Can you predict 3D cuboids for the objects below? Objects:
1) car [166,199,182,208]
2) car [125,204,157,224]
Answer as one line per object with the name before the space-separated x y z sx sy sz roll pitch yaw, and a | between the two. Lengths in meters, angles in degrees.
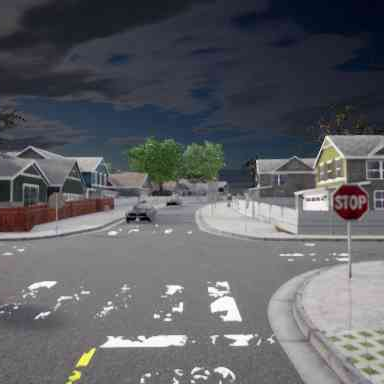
car | -2.722 1.649 50.950 1.895 1.301 4.718 0 0 7
car | -3.796 1.620 25.345 1.895 1.301 4.718 0 0 0
